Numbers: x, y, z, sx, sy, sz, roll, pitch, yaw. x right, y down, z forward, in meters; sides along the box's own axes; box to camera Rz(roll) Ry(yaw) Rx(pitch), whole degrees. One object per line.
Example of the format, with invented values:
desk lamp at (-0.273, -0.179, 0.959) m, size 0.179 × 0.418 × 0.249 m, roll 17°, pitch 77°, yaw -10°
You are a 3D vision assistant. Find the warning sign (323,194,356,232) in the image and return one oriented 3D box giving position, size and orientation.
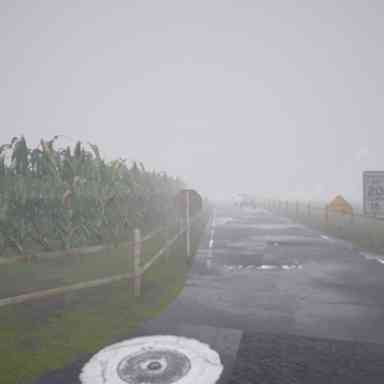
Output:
warning sign at (7.647, 1.067, 17.278) m, size 1.300 × 1.860 × 1.060 m, roll 0°, pitch 0°, yaw 5°

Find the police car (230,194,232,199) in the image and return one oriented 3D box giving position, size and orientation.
police car at (11.564, 1.331, 87.299) m, size 1.930 × 1.638 × 5.238 m, roll -1°, pitch 0°, yaw 5°

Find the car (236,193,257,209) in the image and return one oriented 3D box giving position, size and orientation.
car at (7.398, 1.306, 44.574) m, size 2.097 × 1.767 × 4.553 m, roll 0°, pitch 0°, yaw 5°

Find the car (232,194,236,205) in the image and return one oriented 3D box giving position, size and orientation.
car at (8.162, 1.167, 54.800) m, size 2.150 × 2.045 × 5.566 m, roll 0°, pitch 0°, yaw 5°
